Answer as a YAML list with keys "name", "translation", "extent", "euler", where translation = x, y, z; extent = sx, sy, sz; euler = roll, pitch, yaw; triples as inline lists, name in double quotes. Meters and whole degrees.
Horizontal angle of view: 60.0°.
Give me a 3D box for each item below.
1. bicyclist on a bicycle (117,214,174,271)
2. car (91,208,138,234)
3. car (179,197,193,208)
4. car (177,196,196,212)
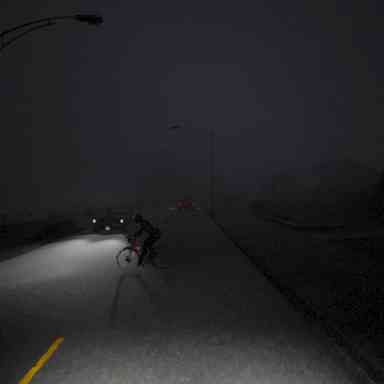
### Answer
- name: "bicyclist on a bicycle"
  translation: [-1.355, 1.451, 9.525]
  extent: [1.656, 1.620, 0.582]
  euler: [-2, 0, -1]
- name: "car"
  translation: [-4.416, 1.601, 19.546]
  extent: [1.895, 1.301, 4.718]
  euler: [0, 0, -1]
- name: "car"
  translation: [-0.866, 1.477, 48.847]
  extent: [1.882, 1.535, 5.008]
  euler: [0, 0, -1]
- name: "car"
  translation: [-0.645, 1.352, 38.835]
  extent: [2.097, 1.767, 4.553]
  euler: [0, 0, -1]
